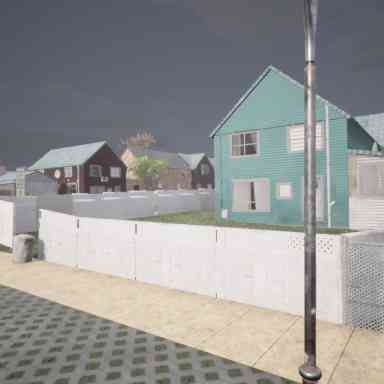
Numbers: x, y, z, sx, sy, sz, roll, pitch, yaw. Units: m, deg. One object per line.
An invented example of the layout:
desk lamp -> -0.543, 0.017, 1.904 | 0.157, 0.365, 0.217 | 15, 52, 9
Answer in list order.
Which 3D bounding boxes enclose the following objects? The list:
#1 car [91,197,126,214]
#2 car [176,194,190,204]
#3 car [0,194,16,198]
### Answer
car -> -7.549, 0.950, 28.692 | 1.882, 1.535, 5.008 | -1, 1, 35
car -> -1.854, 0.684, 36.802 | 1.882, 1.535, 5.008 | -1, 1, 35
car -> -12.718, 1.067, 21.325 | 2.097, 1.767, 4.553 | -1, 1, 35
